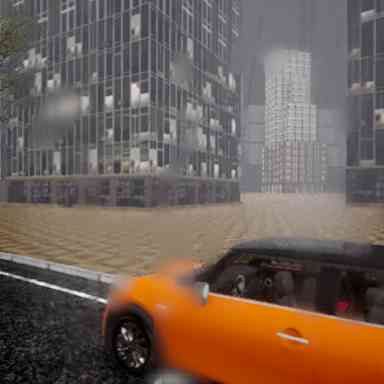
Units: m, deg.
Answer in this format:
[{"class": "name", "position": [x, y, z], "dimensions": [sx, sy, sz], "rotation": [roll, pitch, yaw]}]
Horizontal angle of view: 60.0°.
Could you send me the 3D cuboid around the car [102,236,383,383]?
[{"class": "car", "position": [1.001, 1.341, 4.045], "dimensions": [4.553, 1.767, 2.097], "rotation": [0, 0, 35]}]
